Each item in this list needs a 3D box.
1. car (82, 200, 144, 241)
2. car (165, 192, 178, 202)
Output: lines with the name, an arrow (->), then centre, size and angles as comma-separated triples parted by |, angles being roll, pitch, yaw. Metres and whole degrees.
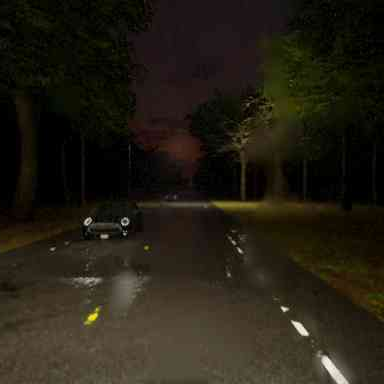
car -> -3.595, 1.224, 15.900 | 2.097, 1.767, 4.553 | 0, 1, 0
car -> -3.533, 0.823, 57.563 | 2.097, 1.767, 4.553 | 0, 1, 1
